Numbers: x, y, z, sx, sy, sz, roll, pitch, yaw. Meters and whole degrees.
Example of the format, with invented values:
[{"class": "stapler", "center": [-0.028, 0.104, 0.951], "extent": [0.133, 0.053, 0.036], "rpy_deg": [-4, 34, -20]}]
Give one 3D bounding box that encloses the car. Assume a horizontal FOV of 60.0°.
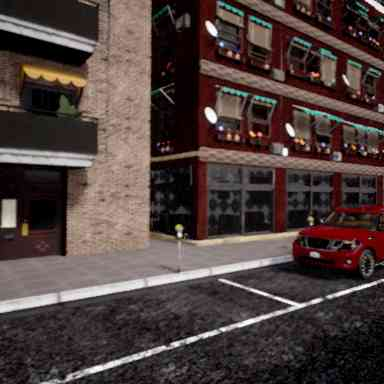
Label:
[{"class": "car", "center": [5.343, 1.384, 10.386], "extent": [5.009, 1.841, 2.192], "rpy_deg": [0, 0, -36]}]
